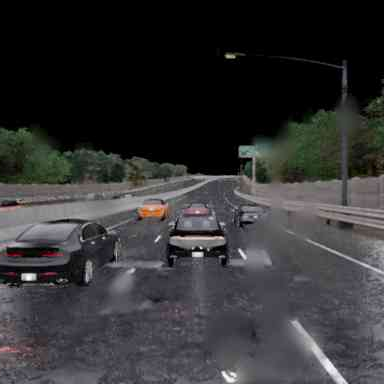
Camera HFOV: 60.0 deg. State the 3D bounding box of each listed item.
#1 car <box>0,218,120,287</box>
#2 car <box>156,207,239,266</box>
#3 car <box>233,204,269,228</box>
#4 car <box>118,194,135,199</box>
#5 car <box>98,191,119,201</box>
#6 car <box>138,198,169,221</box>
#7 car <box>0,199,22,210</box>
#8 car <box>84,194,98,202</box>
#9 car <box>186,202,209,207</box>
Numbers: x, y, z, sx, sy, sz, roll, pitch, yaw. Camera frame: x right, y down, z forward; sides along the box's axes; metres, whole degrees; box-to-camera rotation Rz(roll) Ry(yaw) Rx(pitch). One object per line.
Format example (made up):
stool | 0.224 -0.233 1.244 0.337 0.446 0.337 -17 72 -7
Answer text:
car | -3.342 1.497 9.271 1.837 1.490 4.892 0 0 0
car | 0.179 1.484 11.466 2.128 1.511 4.902 0 0 1
car | 3.840 1.535 22.323 2.033 1.411 5.357 0 0 1
car | -12.229 1.215 64.042 1.812 1.442 4.674 0 1 4
car | -15.706 0.911 64.451 2.150 2.045 5.566 0 1 3
car | -3.044 1.332 27.355 2.097 1.767 4.553 0 0 1
car | -13.833 1.327 23.335 2.097 1.767 4.553 0 0 1
car | -19.232 1.210 64.040 1.812 1.442 4.674 0 1 3
car | 0.478 1.546 28.192 1.994 1.385 4.181 0 0 1
